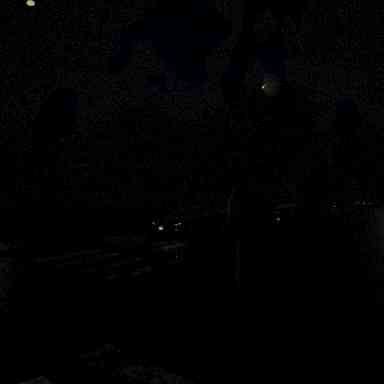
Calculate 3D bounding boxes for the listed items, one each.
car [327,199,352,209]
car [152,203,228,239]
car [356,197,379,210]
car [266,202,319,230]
[{"bbox_3d":[18.433,1.355,41.364,2.033,1.411,5.357,0,0,37],"label":"car"},{"bbox_3d":[0.052,1.366,16.802,1.837,1.490,4.892,0,0,37],"label":"car"},{"bbox_3d":[21.367,1.361,40.463,2.033,1.411,5.357,0,0,37],"label":"car"},{"bbox_3d":[6.183,1.319,20.092,1.882,1.535,5.008,0,0,37],"label":"car"}]
